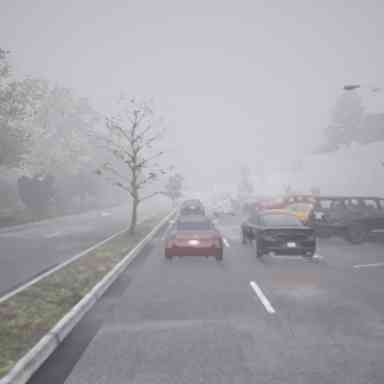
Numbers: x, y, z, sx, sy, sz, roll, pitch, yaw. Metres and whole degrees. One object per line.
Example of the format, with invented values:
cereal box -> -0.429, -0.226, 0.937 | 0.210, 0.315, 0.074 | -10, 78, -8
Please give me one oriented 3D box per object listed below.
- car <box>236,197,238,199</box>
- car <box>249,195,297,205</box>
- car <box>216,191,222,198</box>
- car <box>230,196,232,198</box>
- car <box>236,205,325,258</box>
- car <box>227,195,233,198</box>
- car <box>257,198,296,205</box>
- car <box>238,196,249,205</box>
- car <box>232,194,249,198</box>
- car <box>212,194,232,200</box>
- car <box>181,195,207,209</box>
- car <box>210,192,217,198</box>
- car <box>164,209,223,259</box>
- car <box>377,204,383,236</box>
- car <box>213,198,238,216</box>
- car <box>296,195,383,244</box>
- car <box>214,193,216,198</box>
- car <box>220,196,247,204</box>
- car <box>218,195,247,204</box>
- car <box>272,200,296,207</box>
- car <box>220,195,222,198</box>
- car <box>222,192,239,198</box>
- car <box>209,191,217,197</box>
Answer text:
car -> 8.017, 1.610, 39.530 | 4.674, 1.452, 2.002 | 1, 0, -20
car -> 8.011, 1.259, 27.510 | 5.566, 2.045, 2.435 | 1, 0, -20
car -> 7.962, 1.300, 60.533 | 5.566, 2.045, 2.435 | 1, 1, -20
car -> 8.009, 1.631, 45.529 | 4.674, 1.452, 2.002 | 1, 0, -20
car -> 3.067, 1.464, 12.707 | 1.882, 1.535, 5.008 | 0, 0, 0
car -> 8.027, 1.619, 48.554 | 4.792, 1.488, 2.163 | 1, 0, -20
car -> 7.862, 1.491, 24.457 | 5.366, 1.575, 1.946 | 1, 0, -20
car -> 8.012, 1.556, 36.529 | 5.008, 1.535, 2.097 | 1, -1, -20
car -> 8.042, 1.455, 42.541 | 4.553, 1.767, 2.185 | 1, 0, -20
car -> 7.941, 1.318, 87.575 | 4.674, 1.452, 2.002 | 1, 0, -20
car -> 0.049, 1.390, 30.411 | 2.097, 1.767, 4.553 | 0, 0, 0
car -> 7.925, 1.340, 84.557 | 4.792, 1.488, 2.163 | 1, 1, -20
car -> 0.065, 1.552, 12.459 | 1.994, 1.385, 4.181 | 0, 0, 0
car -> 8.028, 1.346, 9.514 | 4.553, 1.767, 2.185 | 1, 0, -20
car -> 3.049, 1.574, 32.498 | 1.812, 1.442, 4.674 | 0, 0, 0
car -> 8.076, 1.223, 15.541 | 5.566, 2.045, 2.435 | 1, 0, -20
car -> 7.942, 1.468, 72.551 | 4.792, 1.488, 2.163 | 1, 1, -20
car -> 7.985, 1.566, 63.555 | 4.674, 1.452, 2.002 | 1, 1, -20
car -> 8.148, 1.499, 66.628 | 5.366, 1.575, 1.946 | 1, 0, -20
car -> 8.213, 1.488, 21.591 | 5.366, 1.575, 1.946 | 1, 0, -20
car -> 7.821, 1.574, 54.481 | 5.366, 1.575, 1.946 | 1, 1, -20
car -> 8.026, 1.336, 51.553 | 5.566, 2.045, 2.435 | 1, 0, -20
car -> 7.914, 1.121, 90.545 | 4.553, 1.767, 2.185 | 1, 0, -20
